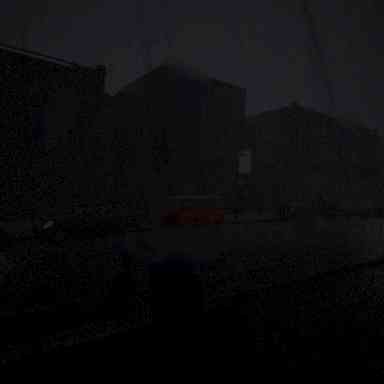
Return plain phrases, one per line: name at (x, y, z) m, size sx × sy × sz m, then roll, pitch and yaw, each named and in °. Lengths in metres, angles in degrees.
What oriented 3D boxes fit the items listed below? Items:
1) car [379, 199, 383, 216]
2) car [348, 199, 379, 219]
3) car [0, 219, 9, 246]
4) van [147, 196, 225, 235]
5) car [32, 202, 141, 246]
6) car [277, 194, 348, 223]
car at (17.714, 1.377, 31.216) m, size 4.892 × 1.521 × 2.231 m, roll 0°, pitch 0°, yaw -36°
car at (13.222, 1.388, 27.997) m, size 5.008 × 1.535 × 2.097 m, roll 0°, pitch 0°, yaw -36°
car at (-9.211, 1.323, 11.920) m, size 4.553 × 1.767 × 2.185 m, roll 0°, pitch 0°, yaw -36°
van at (-0.350, 1.199, 18.270) m, size 4.442 × 1.987 × 1.878 m, roll 0°, pitch 0°, yaw -36°
car at (-4.721, 1.311, 15.138) m, size 4.553 × 1.767 × 2.185 m, roll 0°, pitch 0°, yaw -36°
car at (8.806, 1.148, 24.831) m, size 5.566 × 2.045 × 2.435 m, roll 0°, pitch 0°, yaw -36°
